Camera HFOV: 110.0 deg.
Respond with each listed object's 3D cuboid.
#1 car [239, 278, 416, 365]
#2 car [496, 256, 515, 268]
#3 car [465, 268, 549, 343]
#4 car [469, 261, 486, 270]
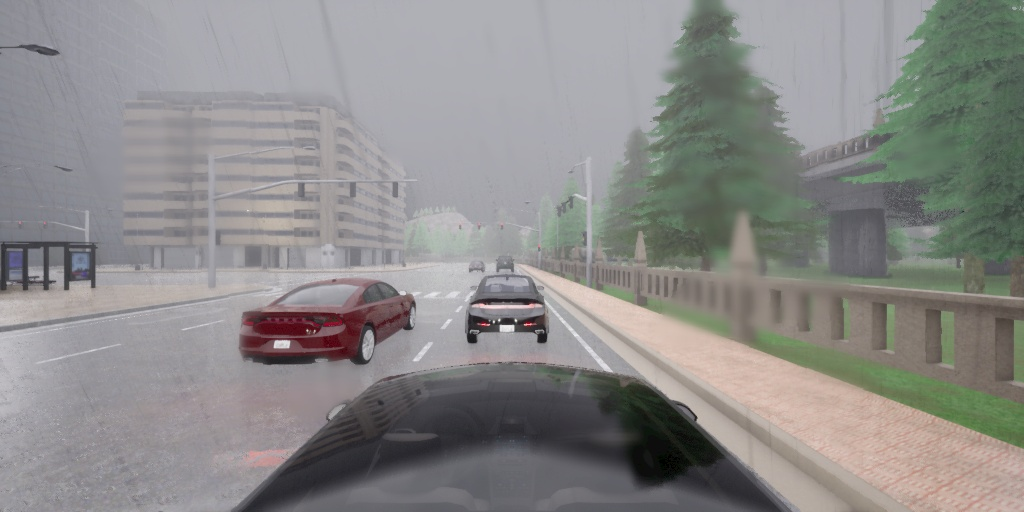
[{"bbox_3d":[-3.596,1.228,8.069,1.882,1.535,5.008,0,0,0],"label":"car"},{"bbox_3d":[-0.867,0.972,45.323,2.150,2.045,5.566,0,0,-1],"label":"car"},{"bbox_3d":[-0.128,1.242,9.631,2.128,1.511,4.902,0,0,-1],"label":"car"},{"bbox_3d":[-4.370,1.298,45.013,2.033,1.411,5.357,0,0,-1],"label":"car"}]
